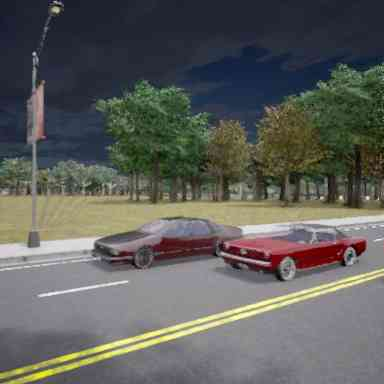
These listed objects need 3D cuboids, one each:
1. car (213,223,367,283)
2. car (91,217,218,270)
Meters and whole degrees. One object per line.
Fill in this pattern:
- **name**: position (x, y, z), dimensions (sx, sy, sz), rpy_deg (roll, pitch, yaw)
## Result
- **car**: position (3.133, 1.626, 9.918), dimensions (4.718, 1.301, 1.895), rpy_deg (0, 0, -36)
- **car**: position (-0.548, 1.565, 11.286), dimensions (5.357, 1.411, 2.033), rpy_deg (0, 0, -35)
